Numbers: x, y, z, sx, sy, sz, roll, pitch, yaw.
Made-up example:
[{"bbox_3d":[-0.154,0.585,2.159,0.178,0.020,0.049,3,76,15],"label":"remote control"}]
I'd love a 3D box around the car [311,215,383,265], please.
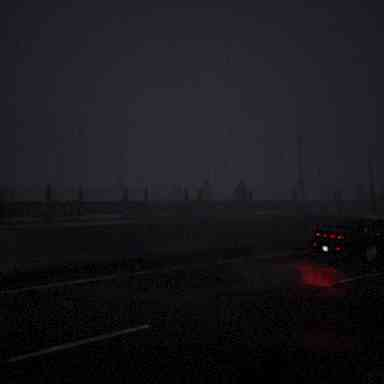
[{"bbox_3d":[6.541,1.612,12.117,4.892,1.490,1.837,0,0,-28],"label":"car"}]
